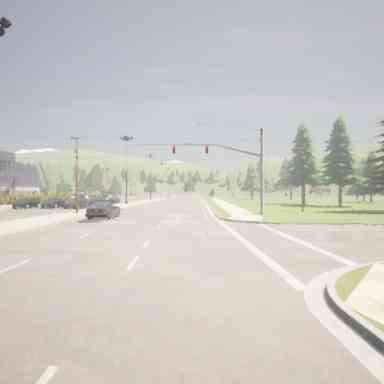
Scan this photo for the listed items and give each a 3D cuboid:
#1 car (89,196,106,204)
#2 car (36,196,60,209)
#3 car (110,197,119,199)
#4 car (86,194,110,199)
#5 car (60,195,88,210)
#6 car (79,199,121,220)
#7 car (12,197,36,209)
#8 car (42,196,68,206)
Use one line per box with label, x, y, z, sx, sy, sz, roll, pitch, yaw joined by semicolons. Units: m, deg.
car;-18.348;1.555;64.523;1.994;1.385;4.181;0;0;1
car;-18.780;1.498;45.286;1.837;1.490;4.892;0;0;2
car;-14.874;1.555;63.199;1.994;1.385;4.181;0;0;1
car;-15.080;1.470;53.112;1.882;1.535;5.008;0;0;1
car;-15.319;1.519;44.030;1.812;1.442;4.674;0;0;2
car;-7.342;1.543;27.909;2.033;1.411;5.357;0;0;0
car;-22.284;1.498;44.843;1.837;1.490;4.892;0;0;2
car;-22.064;1.484;53.973;2.128;1.511;4.902;0;0;1
